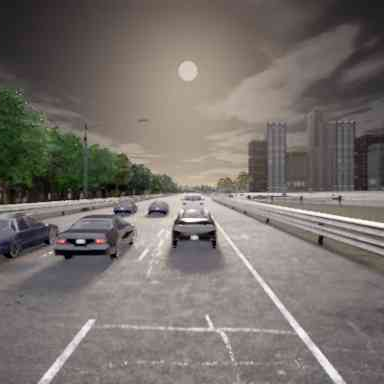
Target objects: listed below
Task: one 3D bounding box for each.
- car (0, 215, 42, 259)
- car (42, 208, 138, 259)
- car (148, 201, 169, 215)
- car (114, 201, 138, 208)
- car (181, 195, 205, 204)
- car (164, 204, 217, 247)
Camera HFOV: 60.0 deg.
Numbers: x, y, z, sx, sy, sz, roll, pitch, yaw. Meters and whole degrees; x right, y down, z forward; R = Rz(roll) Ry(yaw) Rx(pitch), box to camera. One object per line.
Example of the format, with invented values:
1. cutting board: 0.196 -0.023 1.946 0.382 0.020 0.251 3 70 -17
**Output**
1. car: -6.905 1.564 12.647 2.033 1.411 5.357 0 0 0
2. car: -3.405 1.564 12.685 2.033 1.411 5.357 0 0 0
3. car: -3.412 1.610 34.891 1.994 1.385 4.181 0 0 0
4. car: -6.913 1.610 34.985 1.994 1.385 4.181 0 0 0
5. car: 0.089 1.266 33.365 2.150 2.045 5.566 0 0 0
6. car: 0.096 1.511 15.011 2.128 1.511 4.902 0 0 0
